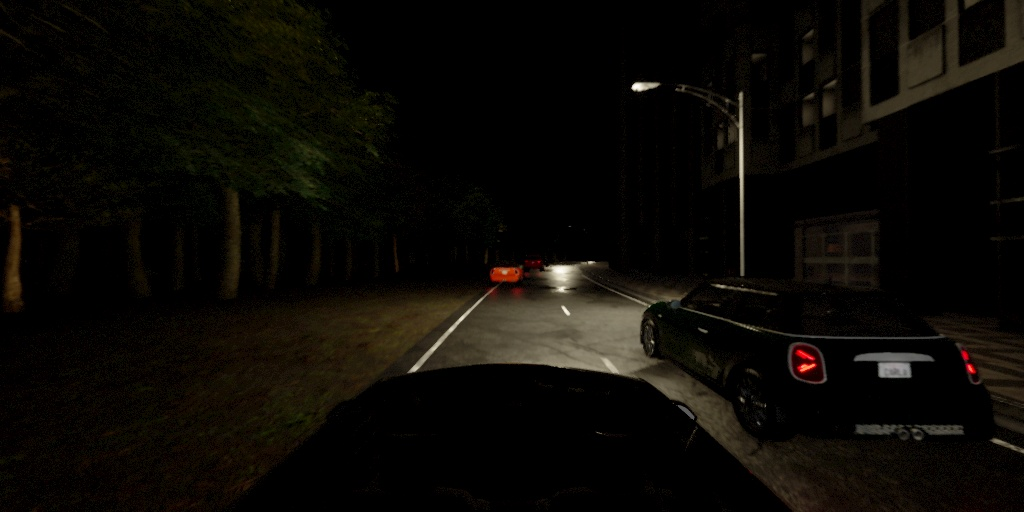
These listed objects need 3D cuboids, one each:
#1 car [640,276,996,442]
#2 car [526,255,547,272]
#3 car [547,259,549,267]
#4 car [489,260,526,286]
[{"bbox_3d":[3.671,1.109,5.547,2.097,1.767,4.553,0,0,1],"label":"car"},{"bbox_3d":[2.853,0.899,45.438,2.150,2.045,5.566,0,0,8],"label":"car"},{"bbox_3d":[5.018,0.961,59.693,2.097,1.767,4.553,0,0,11],"label":"car"},{"bbox_3d":[-0.343,1.089,25.586,2.097,1.767,4.553,0,0,4],"label":"car"}]
